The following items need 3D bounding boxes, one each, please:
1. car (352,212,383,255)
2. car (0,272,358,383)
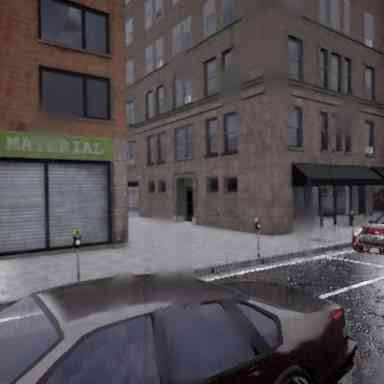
[{"bbox_3d":[7.591,1.384,12.043,4.097,1.590,1.967,0,-1,-35],"label":"car"},{"bbox_3d":[-0.724,1.543,2.862,5.357,1.411,2.033,0,0,-35],"label":"car"}]
